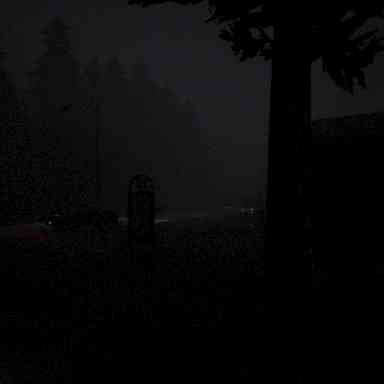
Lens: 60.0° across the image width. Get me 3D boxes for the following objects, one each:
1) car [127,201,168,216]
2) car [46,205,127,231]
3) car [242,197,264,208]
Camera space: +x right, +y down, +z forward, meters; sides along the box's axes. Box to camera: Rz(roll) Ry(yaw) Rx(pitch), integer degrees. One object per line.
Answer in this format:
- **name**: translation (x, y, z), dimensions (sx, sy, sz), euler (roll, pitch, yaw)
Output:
- **car**: translation (-4.333, 1.611, 32.232), dimensions (2.128, 1.511, 4.902), euler (0, 0, 35)
- **car**: translation (-6.928, 1.590, 21.529), dimensions (2.128, 1.511, 4.902), euler (0, 0, 35)
- **car**: translation (9.449, 1.626, 51.439), dimensions (1.837, 1.490, 4.892), euler (0, -1, 36)
